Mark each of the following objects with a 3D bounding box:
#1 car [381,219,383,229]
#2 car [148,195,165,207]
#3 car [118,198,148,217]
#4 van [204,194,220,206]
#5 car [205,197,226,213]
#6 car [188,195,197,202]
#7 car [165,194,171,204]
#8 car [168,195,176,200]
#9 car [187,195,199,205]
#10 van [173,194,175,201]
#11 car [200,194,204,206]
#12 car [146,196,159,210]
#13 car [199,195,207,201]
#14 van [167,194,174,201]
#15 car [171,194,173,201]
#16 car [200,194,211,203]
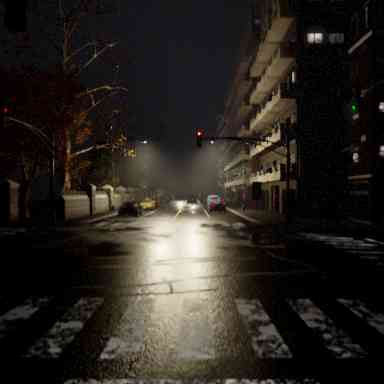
[{"bbox_3d":[13.481,1.589,18.720,5.009,1.841,2.192,1,-1,0],"label":"car"},{"bbox_3d":[-5.650,1.310,47.948,2.192,1.841,5.009,0,0,0],"label":"car"},{"bbox_3d":[-5.663,1.556,31.057,1.947,1.339,4.313,0,0,0],"label":"car"},{"bbox_3d":[2.726,1.333,42.311,1.690,1.788,3.998,0,0,0],"label":"van"},{"bbox_3d":[2.721,1.535,36.680,1.887,1.381,4.507,0,0,0],"label":"car"},{"bbox_3d":[0.056,1.391,70.188,1.837,1.490,4.892,0,0,0],"label":"car"},{"bbox_3d":[-5.637,1.448,64.839,1.967,1.590,4.097,0,0,0],"label":"car"},{"bbox_3d":[-5.616,1.598,92.988,2.008,1.369,4.403,0,0,0],"label":"car"},{"bbox_3d":[0.046,1.551,59.769,2.033,1.411,5.357,0,0,0],"label":"car"},{"bbox_3d":[-5.625,1.369,81.729,1.690,1.788,3.998,0,0,0],"label":"van"},{"bbox_3d":[2.734,1.439,53.572,1.967,1.590,4.097,0,0,0],"label":"car"},{"bbox_3d":[-5.655,1.517,42.148,1.752,1.417,4.829,0,0,0],"label":"car"},{"bbox_3d":[2.760,1.477,87.352,1.967,1.590,4.097,0,0,0],"label":"car"},{"bbox_3d":[-5.620,1.378,87.358,1.690,1.788,3.998,0,0,0],"label":"van"},{"bbox_3d":[-5.633,1.454,70.468,1.967,1.590,4.097,0,0,0],"label":"car"},{"bbox_3d":[2.748,1.329,70.462,2.192,1.841,5.009,0,0,0],"label":"car"}]
